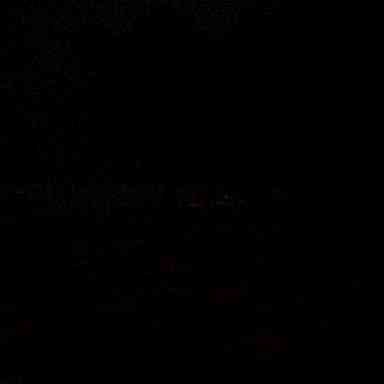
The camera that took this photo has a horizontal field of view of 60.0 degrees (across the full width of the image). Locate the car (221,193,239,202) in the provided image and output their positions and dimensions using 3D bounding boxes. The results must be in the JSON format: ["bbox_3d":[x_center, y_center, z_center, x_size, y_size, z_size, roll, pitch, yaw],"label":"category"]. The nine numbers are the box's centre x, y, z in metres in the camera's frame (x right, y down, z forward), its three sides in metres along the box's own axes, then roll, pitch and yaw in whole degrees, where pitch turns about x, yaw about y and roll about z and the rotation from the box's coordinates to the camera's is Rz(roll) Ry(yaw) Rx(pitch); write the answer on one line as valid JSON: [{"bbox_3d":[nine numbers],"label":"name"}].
[{"bbox_3d":[7.543,1.066,65.435,2.097,1.767,4.553,3,2,29],"label":"car"}]

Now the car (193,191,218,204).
[{"bbox_3d":[2.294,0.929,56.428,2.150,2.045,5.566,3,2,32],"label":"car"}]
